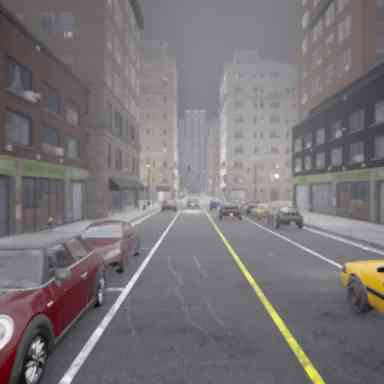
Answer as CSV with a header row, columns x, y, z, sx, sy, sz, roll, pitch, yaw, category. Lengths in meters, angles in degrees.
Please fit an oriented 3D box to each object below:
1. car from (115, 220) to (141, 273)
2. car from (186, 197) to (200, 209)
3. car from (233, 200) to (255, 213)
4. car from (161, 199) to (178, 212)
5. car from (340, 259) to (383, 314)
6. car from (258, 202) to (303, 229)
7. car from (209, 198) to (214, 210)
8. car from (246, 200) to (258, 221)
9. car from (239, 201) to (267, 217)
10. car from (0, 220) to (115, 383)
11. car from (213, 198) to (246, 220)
x,y,z,sx,sy,sz,roll,pitch,yaw,category
-2.657,1.578,10.563,1.802,1.307,4.206,0,0,0,car
0.102,1.495,44.810,2.128,1.511,4.902,0,0,0,car
5.956,1.602,38.471,1.802,1.307,4.206,0,0,0,car
-2.589,1.540,38.491,1.887,1.381,4.507,0,0,0,car
3.904,1.469,4.621,1.801,1.575,5.366,0,0,0,car
5.911,1.573,21.714,2.008,1.369,4.403,0,0,0,car
3.123,1.489,41.959,1.882,1.535,5.008,0,0,1,car
5.926,1.548,27.469,1.752,1.417,4.829,0,0,0,car
5.941,1.587,32.886,1.947,1.339,4.313,0,0,0,car
-2.672,1.434,4.977,1.967,1.590,4.097,0,0,0,car
3.107,1.520,28.535,1.837,1.490,4.892,0,0,1,car
